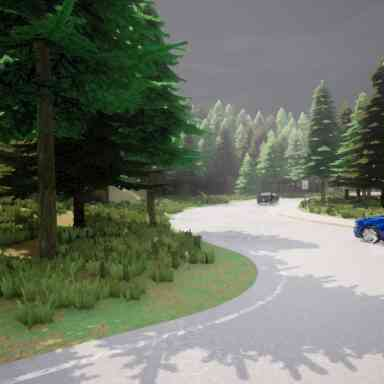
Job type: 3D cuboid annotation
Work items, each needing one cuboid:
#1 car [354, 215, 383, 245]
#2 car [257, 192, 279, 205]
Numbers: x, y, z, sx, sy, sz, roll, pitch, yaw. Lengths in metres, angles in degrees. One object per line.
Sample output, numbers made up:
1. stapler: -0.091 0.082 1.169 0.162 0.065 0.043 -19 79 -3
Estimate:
1. car: 8.429 1.225 11.866 1.882 1.535 5.008 -3 2 -37
2. car: 9.742 0.748 42.256 1.882 1.535 5.008 -1 1 27
